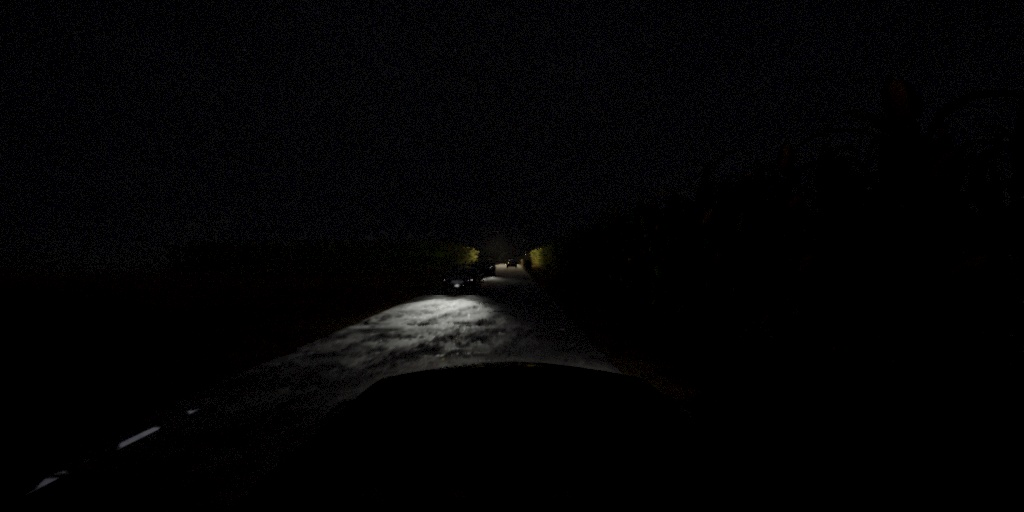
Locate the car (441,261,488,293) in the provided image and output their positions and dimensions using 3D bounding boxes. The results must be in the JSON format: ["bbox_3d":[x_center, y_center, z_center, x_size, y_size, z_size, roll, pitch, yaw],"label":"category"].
[{"bbox_3d":[-2.783,1.248,20.686,2.128,1.511,4.902,0,0,0],"label":"car"}]

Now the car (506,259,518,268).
[{"bbox_3d":[-0.018,1.365,61.269,2.033,1.411,5.357,0,0,0],"label":"car"}]

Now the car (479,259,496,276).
[{"bbox_3d":[-2.760,1.128,36.599,2.097,1.767,4.553,0,0,0],"label":"car"}]
